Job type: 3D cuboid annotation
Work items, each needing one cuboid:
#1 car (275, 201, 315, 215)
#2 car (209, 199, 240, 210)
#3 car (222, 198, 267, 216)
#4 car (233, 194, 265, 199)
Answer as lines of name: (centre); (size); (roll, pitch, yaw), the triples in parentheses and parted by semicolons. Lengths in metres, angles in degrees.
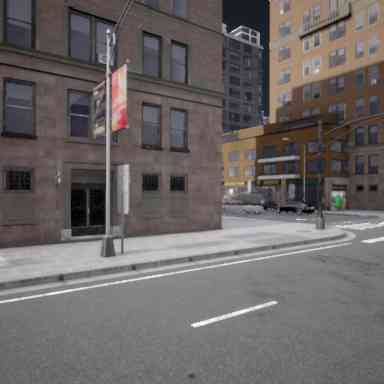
car: (10.549, 1.577, 34.312); (1.947, 1.339, 4.313); (0, 0, -35)
car: (4.182, 1.591, 43.311); (1.802, 1.307, 4.206); (0, 0, -35)
car: (4.815, 1.590, 32.915); (1.895, 1.301, 4.718); (0, 0, -35)
car: (5.738, 1.221, 36.732); (2.150, 2.045, 5.566); (0, 0, -35)
